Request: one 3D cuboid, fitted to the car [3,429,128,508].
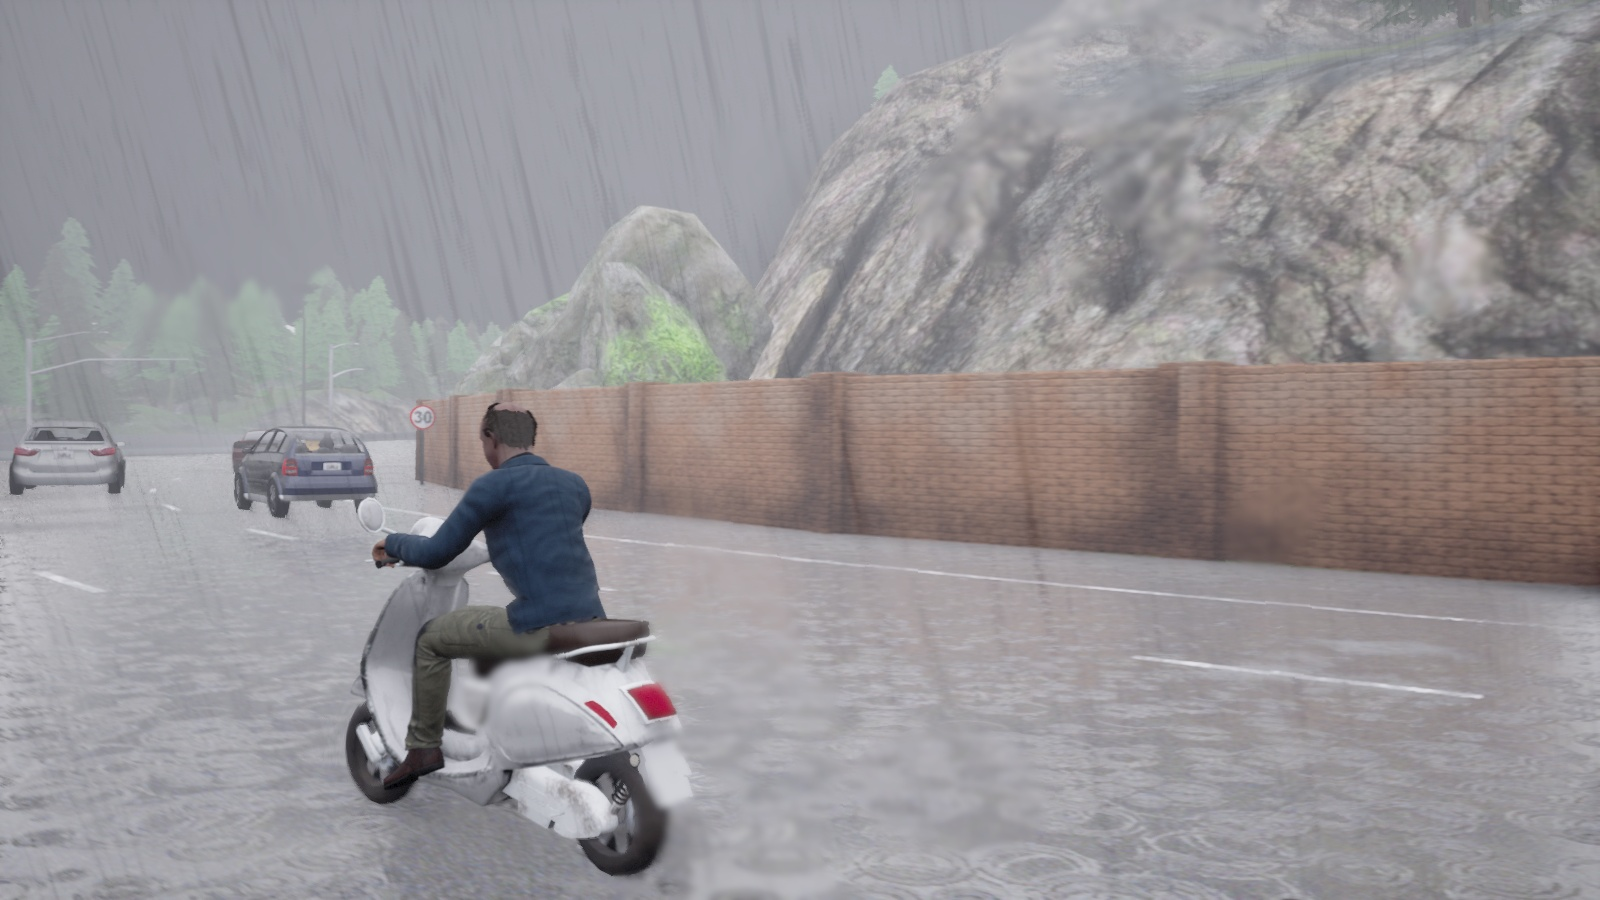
[{"bbox_3d":[-17.052,0.370,29.368,2.242,1.667,4.611,-1,1,-27],"label":"car"}]

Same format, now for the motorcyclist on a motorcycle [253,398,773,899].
[{"bbox_3d":[-1.080,0.642,4.544,1.817,1.590,0.866,0,0,37],"label":"motorcyclist on a motorcycle"}]

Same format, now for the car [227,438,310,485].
[{"bbox_3d":[-18.407,0.348,43.718,1.882,1.535,5.008,-1,1,-14],"label":"car"}]

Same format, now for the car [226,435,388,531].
[{"bbox_3d":[-8.906,0.519,22.531,1.789,1.549,3.705,-1,1,-36],"label":"car"}]
